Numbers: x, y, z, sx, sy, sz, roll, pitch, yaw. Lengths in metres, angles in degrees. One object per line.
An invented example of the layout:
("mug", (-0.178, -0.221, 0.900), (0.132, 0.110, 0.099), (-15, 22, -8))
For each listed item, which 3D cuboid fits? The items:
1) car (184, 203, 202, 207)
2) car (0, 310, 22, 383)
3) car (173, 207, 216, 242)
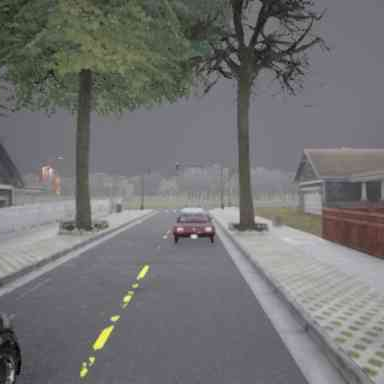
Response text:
("car", (0.105, 1.786, 33.102), (1.895, 1.301, 4.718), (0, -1, 0))
("car", (-2.849, 1.566, 1.929), (1.994, 1.385, 4.181), (0, 0, 0))
("car", (0.092, 1.656, 16.563), (1.895, 1.301, 4.718), (0, 0, 0))
